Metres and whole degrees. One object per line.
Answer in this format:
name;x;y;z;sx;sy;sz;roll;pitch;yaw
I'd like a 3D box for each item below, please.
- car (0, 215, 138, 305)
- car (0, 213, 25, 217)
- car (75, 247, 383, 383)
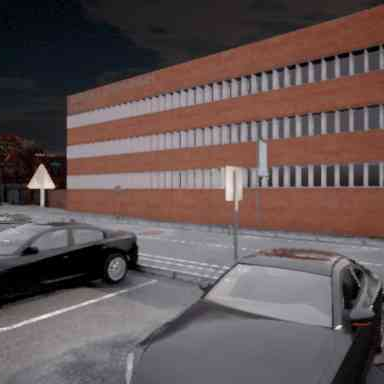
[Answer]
car;-3.398;1.431;7.424;2.097;1.535;5.008;1;0;35
car;-5.702;1.448;9.064;2.002;1.452;4.674;1;0;35
car;1.200;1.511;4.141;2.002;1.452;4.674;1;0;35
